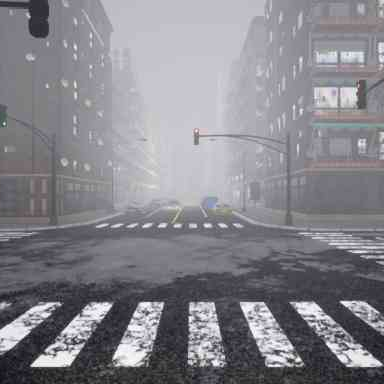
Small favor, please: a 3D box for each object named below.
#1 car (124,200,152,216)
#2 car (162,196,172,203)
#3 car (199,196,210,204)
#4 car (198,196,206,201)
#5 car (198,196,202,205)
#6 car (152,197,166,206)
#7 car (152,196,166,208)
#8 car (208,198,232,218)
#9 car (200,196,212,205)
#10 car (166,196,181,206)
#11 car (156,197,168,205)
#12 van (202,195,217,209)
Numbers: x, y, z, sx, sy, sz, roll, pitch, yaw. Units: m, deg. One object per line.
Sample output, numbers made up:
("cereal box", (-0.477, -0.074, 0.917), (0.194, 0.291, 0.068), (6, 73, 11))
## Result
("car", (-5.480, 1.565, 32.645), (2.008, 1.369, 4.403), (1, 0, 0))
("car", (-5.405, 1.613, 72.250), (2.008, 1.369, 4.403), (1, 0, 0))
("car", (2.483, 1.604, 66.656), (2.008, 1.369, 4.403), (1, 0, 0))
("car", (2.460, 1.627, 83.624), (1.887, 1.381, 4.507), (1, 0, 0))
("car", (2.509, 1.347, 49.688), (2.192, 1.841, 5.009), (1, 0, 0))
("car", (-5.381, 1.563, 55.106), (1.752, 1.417, 4.829), (1, 0, 0))
("car", (-5.374, 1.613, 49.618), (1.802, 1.307, 4.206), (1, 0, 0))
("car", (2.663, 1.537, 30.201), (1.752, 1.417, 4.829), (1, 0, 0))
("car", (2.492, 1.485, 61.000), (1.967, 1.590, 4.097), (1, 0, 0))
("car", (-2.823, 1.589, 53.983), (1.895, 1.301, 4.718), (0, 0, 0))
("car", (-5.390, 1.627, 60.934), (1.802, 1.307, 4.206), (1, 0, 0))
("van", (2.549, 1.366, 44.034), (1.690, 1.788, 3.998), (1, 0, 0))
